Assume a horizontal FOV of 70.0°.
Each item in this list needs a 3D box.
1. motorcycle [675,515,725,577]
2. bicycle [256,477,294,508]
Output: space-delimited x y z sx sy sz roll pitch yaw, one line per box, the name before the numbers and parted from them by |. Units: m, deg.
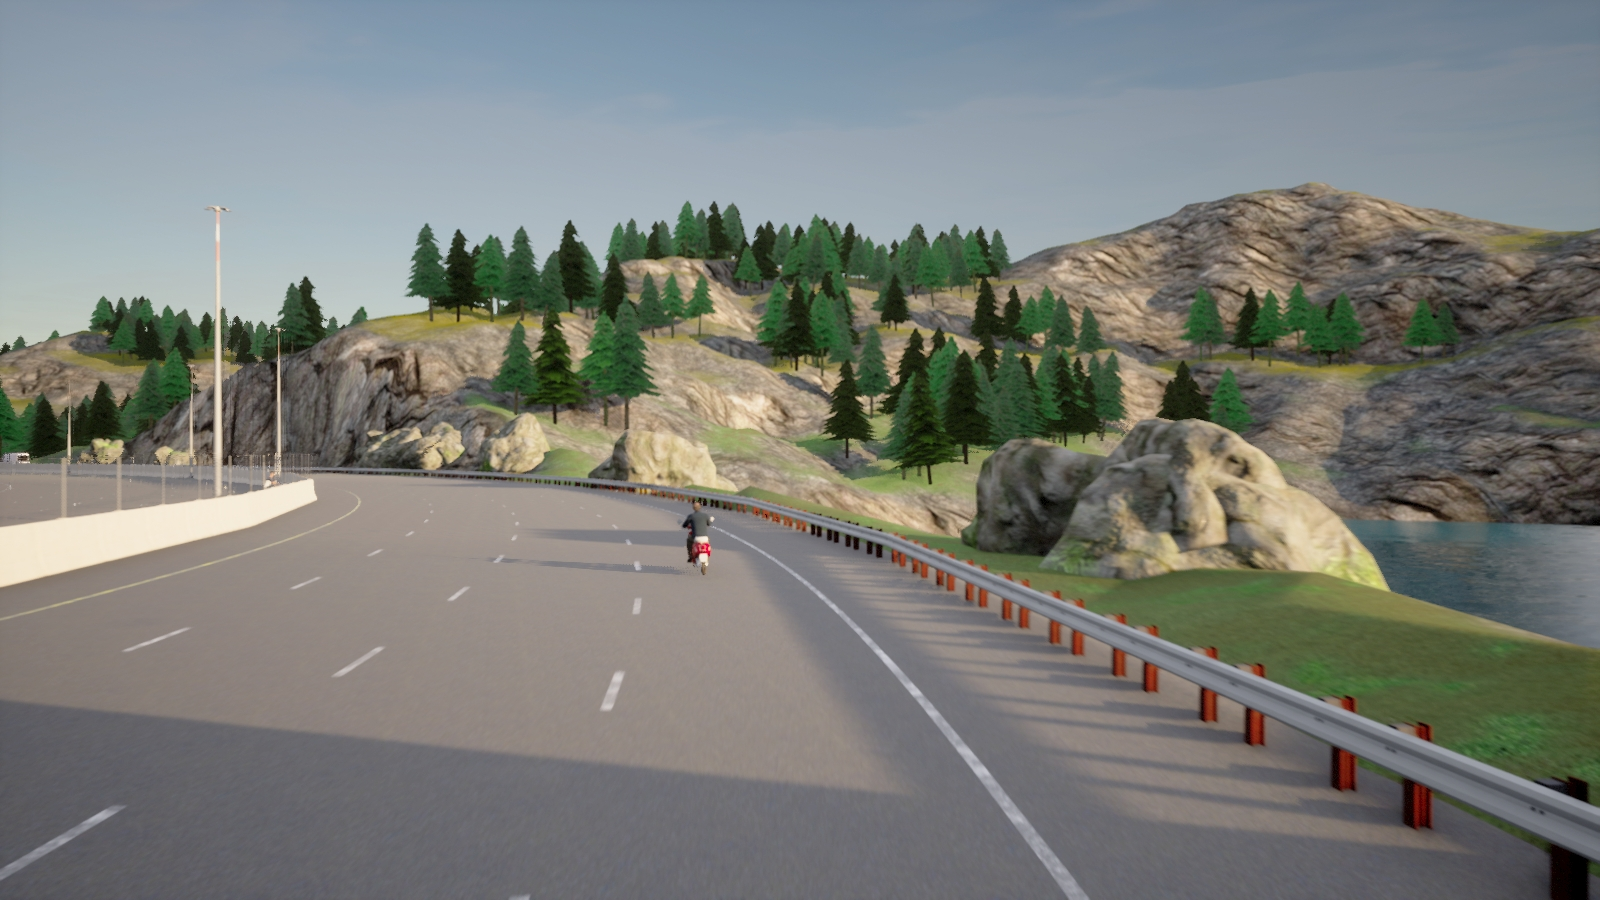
motorcycle | -2.349 2.199 26.554 0.856 1.236 1.805 -3 0 -13
bicycle | -25.993 2.101 56.564 1.643 1.514 0.373 -1 -2 -17
